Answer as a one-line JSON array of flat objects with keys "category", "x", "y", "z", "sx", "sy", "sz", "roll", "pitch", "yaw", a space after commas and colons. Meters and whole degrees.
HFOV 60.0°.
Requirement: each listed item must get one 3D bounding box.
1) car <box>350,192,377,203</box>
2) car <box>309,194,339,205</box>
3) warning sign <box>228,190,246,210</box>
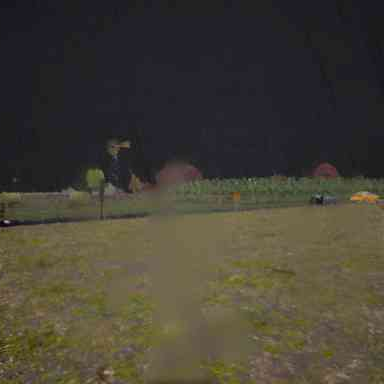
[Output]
[{"category": "car", "x": 25.008, "y": 0.731, "z": 48.226, "sx": 5.008, "sy": 1.535, "sz": 1.882, "roll": -1, "pitch": 0, "yaw": -35}, {"category": "car", "x": 16.895, "y": 0.956, "z": 42.531, "sx": 4.181, "sy": 1.385, "sz": 1.994, "roll": -1, "pitch": 0, "yaw": -34}, {"category": "warning sign", "x": 4.159, "y": 0.725, "z": 30.779, "sx": 1.060, "sy": 1.860, "sz": 1.300, "roll": 0, "pitch": -1, "yaw": -35}]
